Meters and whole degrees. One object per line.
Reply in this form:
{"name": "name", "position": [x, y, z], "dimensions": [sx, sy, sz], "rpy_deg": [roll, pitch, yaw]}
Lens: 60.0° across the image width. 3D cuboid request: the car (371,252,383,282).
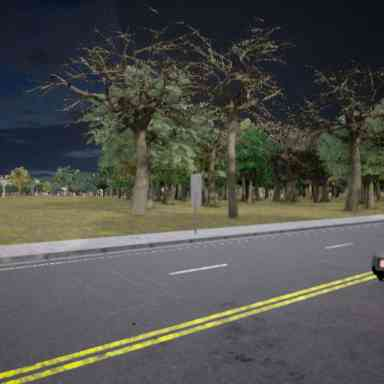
{"name": "car", "position": [6.382, 1.603, 7.978], "dimensions": [4.718, 1.301, 1.895], "rpy_deg": [0, 0, -35]}
